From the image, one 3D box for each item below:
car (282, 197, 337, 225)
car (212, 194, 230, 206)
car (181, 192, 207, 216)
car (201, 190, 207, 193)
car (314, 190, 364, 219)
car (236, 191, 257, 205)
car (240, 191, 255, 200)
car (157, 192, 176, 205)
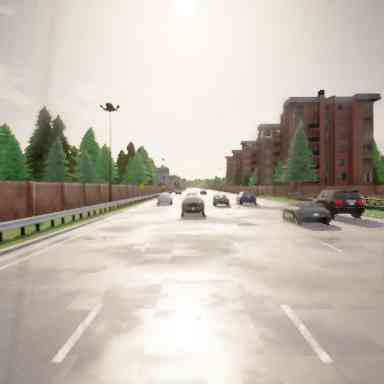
[{"bbox_3d":[7.089,1.253,21.023,1.994,1.385,4.181,0,1,0],"label":"car"},{"bbox_3d":[3.483,0.955,40.385,2.033,1.411,5.357,0,1,0],"label":"car"},{"bbox_3d":[0.086,1.069,27.765,1.882,1.535,5.008,0,1,0],"label":"car"},{"bbox_3d":[3.115,0.136,91.573,1.882,1.535,5.008,0,1,0],"label":"car"},{"bbox_3d":[10.586,0.854,24.761,2.150,2.045,5.566,0,1,0],"label":"car"},{"bbox_3d":[6.983,0.718,43.135,2.097,1.767,4.553,0,1,0],"label":"car"},{"bbox_3d":[10.302,0.562,62.398,1.882,1.535,5.008,0,1,0],"label":"car"},{"bbox_3d":[-3.509,0.880,44.025,1.812,1.442,4.674,0,1,0],"label":"car"}]
